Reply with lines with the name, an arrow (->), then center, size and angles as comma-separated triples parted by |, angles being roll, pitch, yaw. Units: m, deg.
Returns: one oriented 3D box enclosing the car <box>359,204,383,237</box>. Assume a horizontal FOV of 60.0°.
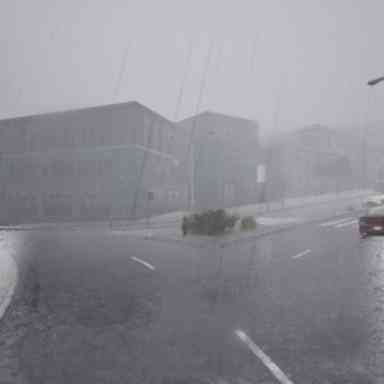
car -> 9.764, 1.264, 16.170 | 1.882, 1.535, 5.008 | -4, 1, 45
